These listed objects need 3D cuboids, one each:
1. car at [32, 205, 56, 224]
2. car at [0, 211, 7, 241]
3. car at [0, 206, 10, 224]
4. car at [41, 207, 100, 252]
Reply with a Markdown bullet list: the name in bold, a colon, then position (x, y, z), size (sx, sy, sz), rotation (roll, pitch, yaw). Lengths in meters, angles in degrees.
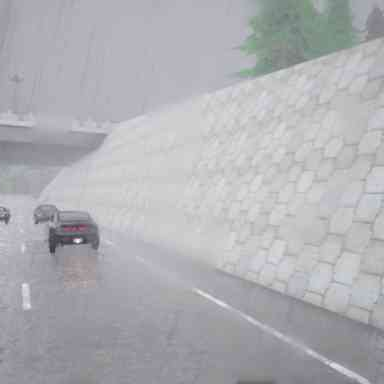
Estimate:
- **car**: position (-11.402, 1.690, 26.063), size (2.033, 1.411, 5.357), rotation (0, 0, -27)
- **car**: position (-7.585, 1.618, 11.141), size (2.033, 1.411, 5.357), rotation (0, 0, -27)
- **car**: position (-15.216, 1.756, 25.850), size (1.895, 1.301, 4.718), rotation (0, 0, -27)
- **car**: position (-5.278, 1.576, 14.336), size (1.837, 1.490, 4.892), rotation (0, -1, -27)
